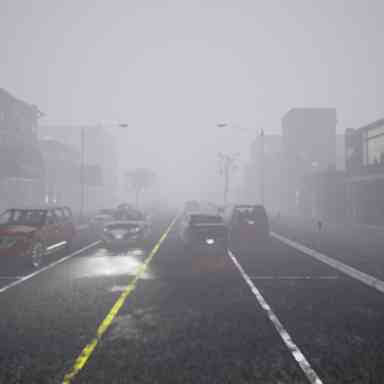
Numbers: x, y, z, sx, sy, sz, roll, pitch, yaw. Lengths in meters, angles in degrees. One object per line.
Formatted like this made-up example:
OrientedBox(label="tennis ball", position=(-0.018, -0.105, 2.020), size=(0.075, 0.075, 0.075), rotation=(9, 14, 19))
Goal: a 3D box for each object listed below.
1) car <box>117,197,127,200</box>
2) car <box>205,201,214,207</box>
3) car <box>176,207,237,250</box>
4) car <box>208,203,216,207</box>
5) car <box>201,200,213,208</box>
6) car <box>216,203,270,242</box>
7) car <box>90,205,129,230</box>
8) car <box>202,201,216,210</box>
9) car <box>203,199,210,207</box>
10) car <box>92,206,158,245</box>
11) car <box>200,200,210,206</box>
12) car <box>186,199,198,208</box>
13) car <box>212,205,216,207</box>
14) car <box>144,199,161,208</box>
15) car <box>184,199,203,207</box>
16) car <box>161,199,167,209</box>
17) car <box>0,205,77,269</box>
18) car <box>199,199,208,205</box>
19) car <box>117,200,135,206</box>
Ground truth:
OrientedBox(label="car", position=(-20.171, 2.112, 91.983), size=(4.507, 1.381, 1.887), rotation=(1, -2, -1))
OrientedBox(label="car", position=(2.641, 1.885, 33.684), size=(1.887, 1.381, 4.507), rotation=(1, -1, 0))
OrientedBox(label="car", position=(0.441, 1.657, 15.101), size=(1.837, 1.490, 4.892), rotation=(0, -1, -6))
OrientedBox(label="car", position=(2.643, 1.853, 28.457), size=(1.947, 1.339, 4.313), rotation=(1, -1, 0))
OrientedBox(label="car", position=(2.712, 2.185, 60.685), size=(1.947, 1.339, 4.313), rotation=(0, -1, 0))
OrientedBox(label="car", position=(2.667, 1.490, 17.394), size=(2.192, 1.841, 5.009), rotation=(1, -1, 0))
OrientedBox(label="car", position=(-5.727, 1.813, 22.909), size=(1.802, 1.307, 4.206), rotation=(1, -1, 0))
OrientedBox(label="car", position=(2.698, 2.091, 53.140), size=(2.008, 1.369, 4.403), rotation=(0, -1, 0))
OrientedBox(label="car", position=(2.673, 1.980, 44.920), size=(1.752, 1.417, 4.829), rotation=(0, -1, 0))
OrientedBox(label="car", position=(-3.133, 1.659, 16.692), size=(2.128, 1.511, 4.902), rotation=(0, -1, 0))
OrientedBox(label="car", position=(2.695, 2.295, 69.685), size=(1.802, 1.307, 4.206), rotation=(0, -1, 0))
OrientedBox(label="car", position=(-0.014, 2.104, 60.104), size=(2.128, 1.511, 4.902), rotation=(0, -1, 0))
OrientedBox(label="car", position=(2.654, 1.797, 22.924), size=(1.947, 1.339, 4.313), rotation=(1, -1, 0))
OrientedBox(label="car", position=(-5.840, 1.996, 46.516), size=(1.752, 1.417, 4.829), rotation=(1, -1, 0))
OrientedBox(label="car", position=(0.013, 1.785, 42.888), size=(2.097, 1.767, 4.553), rotation=(0, -1, -1))
OrientedBox(label="car", position=(-5.916, 2.138, 57.751), size=(2.008, 1.369, 4.403), rotation=(1, -1, 0))
OrientedBox(label="car", position=(-5.703, 1.434, 11.847), size=(2.192, 1.841, 5.009), rotation=(1, -1, 0))
OrientedBox(label="car", position=(2.677, 2.354, 78.687), size=(1.887, 1.381, 4.507), rotation=(0, -1, 0))
OrientedBox(label="car", position=(-5.735, 1.727, 28.444), size=(1.967, 1.590, 4.097), rotation=(1, -1, 0))
